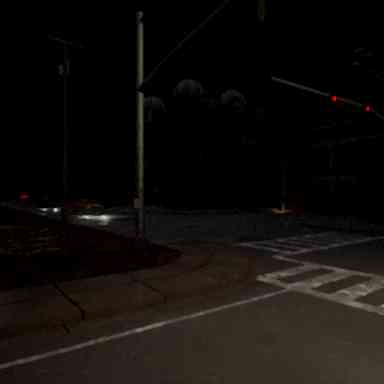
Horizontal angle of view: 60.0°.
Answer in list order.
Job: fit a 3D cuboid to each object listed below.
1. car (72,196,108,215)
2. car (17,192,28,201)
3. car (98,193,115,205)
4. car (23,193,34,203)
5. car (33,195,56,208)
[{"bbox_3d":[-10.537,1.444,33.483,1.882,1.535,5.008,0,0,-37],"label":"car"},{"bbox_3d":[-40.405,1.078,79.709,2.150,2.045,5.566,0,0,-37],"label":"car"},{"bbox_3d":[-13.693,1.106,50.739,3.866,1.878,1.905,-2,5,11],"label":"car"},{"bbox_3d":[-34.195,1.440,71.352,1.882,1.535,5.008,0,0,-37],"label":"car"},{"bbox_3d":[-20.817,1.492,47.476,1.812,1.442,4.674,0,0,-37],"label":"car"}]
